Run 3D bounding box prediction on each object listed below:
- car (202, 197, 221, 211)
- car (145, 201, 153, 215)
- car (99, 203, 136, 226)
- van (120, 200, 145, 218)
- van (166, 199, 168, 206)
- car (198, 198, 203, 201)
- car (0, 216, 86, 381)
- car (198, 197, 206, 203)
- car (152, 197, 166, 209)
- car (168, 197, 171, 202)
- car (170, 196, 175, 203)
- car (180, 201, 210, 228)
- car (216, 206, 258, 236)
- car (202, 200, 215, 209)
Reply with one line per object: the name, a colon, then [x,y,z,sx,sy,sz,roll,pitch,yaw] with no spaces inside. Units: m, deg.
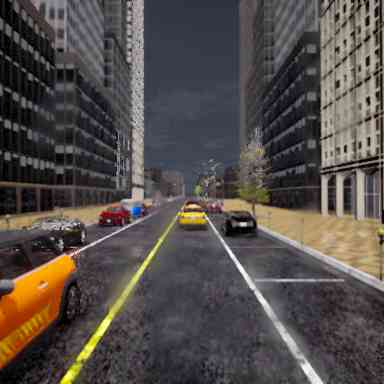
car: [2.642,1.776,42.174,1.967,1.590,4.097,0,0,0]
car: [-5.732,1.875,36.485,1.802,1.307,4.206,0,0,0]
car: [-5.718,1.748,25.101,1.887,1.381,4.507,0,0,0]
van: [-5.724,1.590,30.795,1.690,1.788,3.998,0,0,0]
van: [-5.759,1.807,59.255,1.690,1.788,3.998,0,0,0]
car: [0.050,1.812,41.904,1.882,1.535,5.008,0,0,0]
car: [-3.102,1.388,4.186,2.097,1.767,4.553,0,0,0]
car: [2.586,2.118,87.708,1.967,1.590,4.097,0,0,0]
car: [-5.753,1.864,53.562,1.967,1.590,4.097,0,0,0]
car: [-5.767,2.075,64.946,1.947,1.339,4.313,0,0,0]
car: [-5.795,2.202,87.543,1.752,1.417,4.829,0,0,0]
car: [0.071,1.650,23.967,1.801,1.575,5.366,0,-1,0]
car: [2.669,1.724,19.407,1.947,1.339,4.313,0,0,0]
car: [2.627,2.005,53.557,1.802,1.307,4.206,0,0,0]
